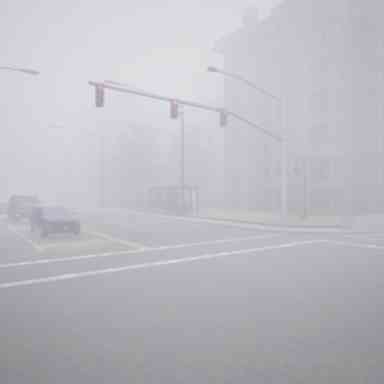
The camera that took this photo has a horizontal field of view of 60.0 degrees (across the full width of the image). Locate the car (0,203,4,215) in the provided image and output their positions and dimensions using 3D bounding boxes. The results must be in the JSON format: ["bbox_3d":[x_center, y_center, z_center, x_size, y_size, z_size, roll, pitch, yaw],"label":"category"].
[{"bbox_3d":[-19.157,1.638,35.158,1.994,1.385,4.181,0,0,-35],"label":"car"}]

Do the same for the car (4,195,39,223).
[{"bbox_3d":[-13.421,1.279,26.846,2.150,2.045,5.566,0,0,-35],"label":"car"}]

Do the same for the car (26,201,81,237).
[{"bbox_3d":[-7.731,1.519,18.623,1.882,1.535,5.008,0,0,-35],"label":"car"}]
